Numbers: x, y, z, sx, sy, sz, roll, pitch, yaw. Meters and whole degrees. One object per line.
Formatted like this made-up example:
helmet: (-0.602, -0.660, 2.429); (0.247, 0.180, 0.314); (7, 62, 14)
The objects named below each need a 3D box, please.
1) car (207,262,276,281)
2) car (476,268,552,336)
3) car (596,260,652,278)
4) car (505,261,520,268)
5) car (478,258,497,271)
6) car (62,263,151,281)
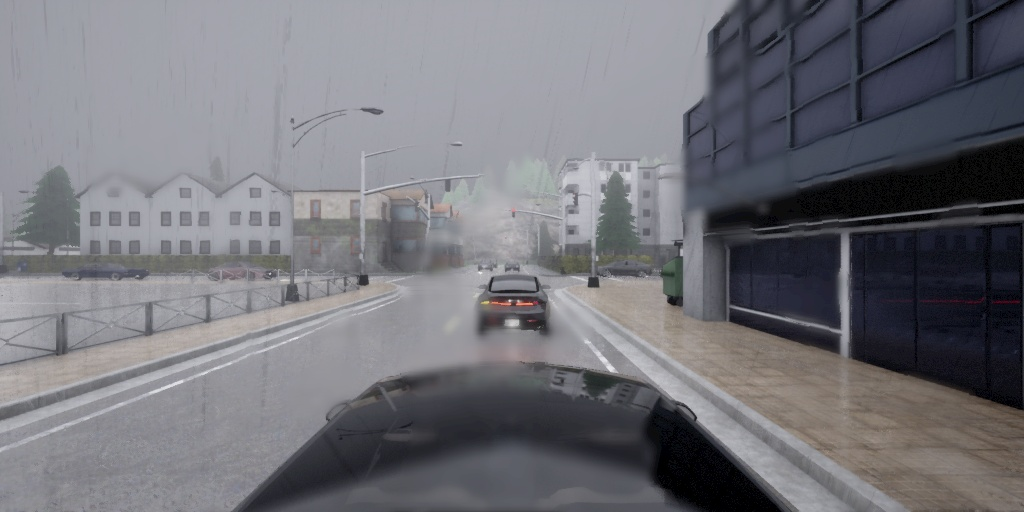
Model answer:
car: (-19.885, 1.138, 26.526); (4.181, 1.385, 1.994); (0, 0, 0)
car: (0.069, 1.255, 10.365); (1.837, 1.490, 4.892); (0, 0, 1)
car: (9.180, 1.078, 30.101); (4.892, 1.490, 1.837); (0, 0, 0)
car: (0.086, 1.351, 47.586); (1.895, 1.301, 4.718); (0, 0, 1)
car: (-3.509, 1.241, 48.334); (2.128, 1.511, 4.902); (0, 0, 0)
car: (-29.905, 1.175, 26.574); (4.718, 1.301, 1.895); (0, 0, 0)
